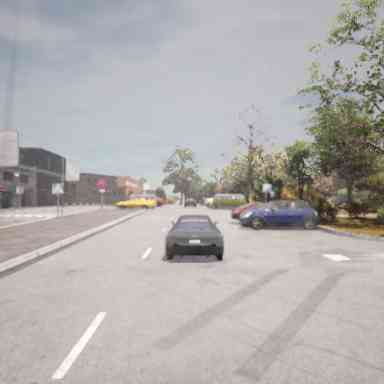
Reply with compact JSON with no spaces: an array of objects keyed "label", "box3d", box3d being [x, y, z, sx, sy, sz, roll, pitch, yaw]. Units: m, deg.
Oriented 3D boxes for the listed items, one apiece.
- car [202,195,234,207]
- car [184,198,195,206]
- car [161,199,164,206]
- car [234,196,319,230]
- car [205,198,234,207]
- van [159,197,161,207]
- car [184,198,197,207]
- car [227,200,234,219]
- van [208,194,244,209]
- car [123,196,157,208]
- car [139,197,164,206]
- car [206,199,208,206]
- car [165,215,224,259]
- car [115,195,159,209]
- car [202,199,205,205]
[{"label":"car","box3d":[4.680,1.601,60.602,5.566,2.045,2.435,0,-2,-1]},{"label":"car","box3d":[-0.405,1.960,64.380,1.882,1.535,5.008,0,-2,2]},{"label":"car","box3d":[-7.478,1.491,56.655,5.566,2.045,2.435,0,-1,-1]},{"label":"car","box3d":[5.111,1.300,20.003,4.553,1.767,2.185,0,0,0]},{"label":"car","box3d":[4.739,1.781,57.928,4.892,1.521,2.231,0,-2,-1]},{"label":"van","box3d":[-7.328,1.383,50.464,4.442,1.987,1.878,0,-1,-1]},{"label":"car","box3d":[-0.208,1.739,54.506,1.812,1.442,4.674,0,-1,-1]},{"label":"car","box3d":[5.038,1.458,23.174,4.674,1.452,2.002,0,0,0]},{"label":"van","box3d":[4.765,1.279,43.969,4.442,1.987,1.878,0,-1,-1]},{"label":"car","box3d":[-7.386,1.427,47.425,4.553,1.767,2.185,0,-1,-1]},{"label":"car","box3d":[-7.556,1.780,62.602,4.553,1.767,2.185,0,-2,-1]},{"label":"car","box3d":[5.042,1.542,46.762,5.366,1.575,1.946,0,-1,0]},{"label":"car","box3d":[0.088,1.535,12.564,1.994,1.385,4.181,0,0,0]},{"label":"car","box3d":[-7.576,1.507,44.504,5.366,1.575,1.946,0,-1,-1]},{"label":"car","box3d":[4.754,1.456,55.142,5.566,2.045,2.435,0,-2,-1]}]
